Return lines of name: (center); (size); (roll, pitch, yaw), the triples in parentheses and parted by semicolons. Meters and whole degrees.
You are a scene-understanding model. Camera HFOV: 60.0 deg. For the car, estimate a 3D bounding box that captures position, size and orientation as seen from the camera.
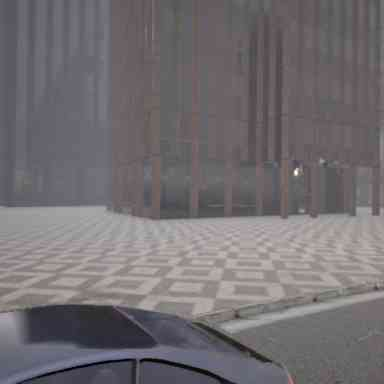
car: (-1.195, 1.563, 2.053); (4.181, 1.385, 1.994); (1, 0, -34)
